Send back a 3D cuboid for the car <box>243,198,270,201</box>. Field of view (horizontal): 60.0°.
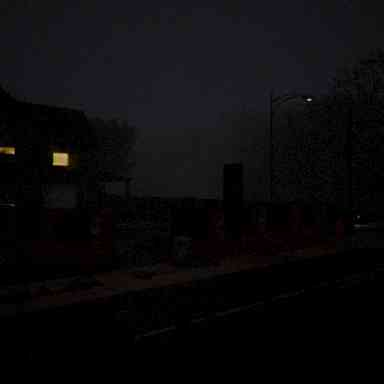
[{"bbox_3d":[5.018,1.437,32.641,1.812,1.442,4.674,0,0,-36],"label":"car"}]

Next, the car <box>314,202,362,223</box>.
[{"bbox_3d":[10.335,1.472,25.245,1.812,1.442,4.674,0,0,-36],"label":"car"}]

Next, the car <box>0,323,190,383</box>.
[{"bbox_3d":[-2.162,1.601,1.530,4.718,1.301,1.895,0,0,-36],"label":"car"}]

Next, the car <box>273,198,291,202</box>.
[{"bbox_3d":[9.203,1.403,38.299,2.128,1.511,4.902,0,0,-36],"label":"car"}]

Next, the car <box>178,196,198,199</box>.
[{"bbox_3d":[-0.202,1.227,39.898,2.097,1.767,4.553,0,0,-36],"label":"car"}]
